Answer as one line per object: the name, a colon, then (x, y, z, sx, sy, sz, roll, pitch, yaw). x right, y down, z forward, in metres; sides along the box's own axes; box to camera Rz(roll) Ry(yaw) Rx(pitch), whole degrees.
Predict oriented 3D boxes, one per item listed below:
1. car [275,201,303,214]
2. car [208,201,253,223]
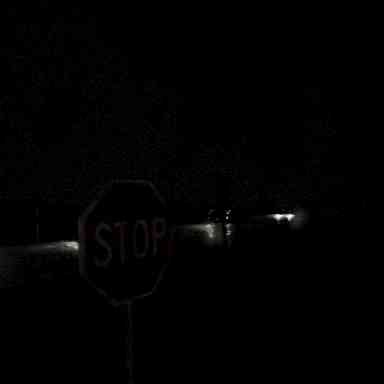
car: (11.037, 1.776, 37.696, 1.994, 1.385, 4.181, -3, -2, 36)
car: (3.186, 1.531, 27.135, 2.097, 1.767, 4.553, -3, -2, 37)
